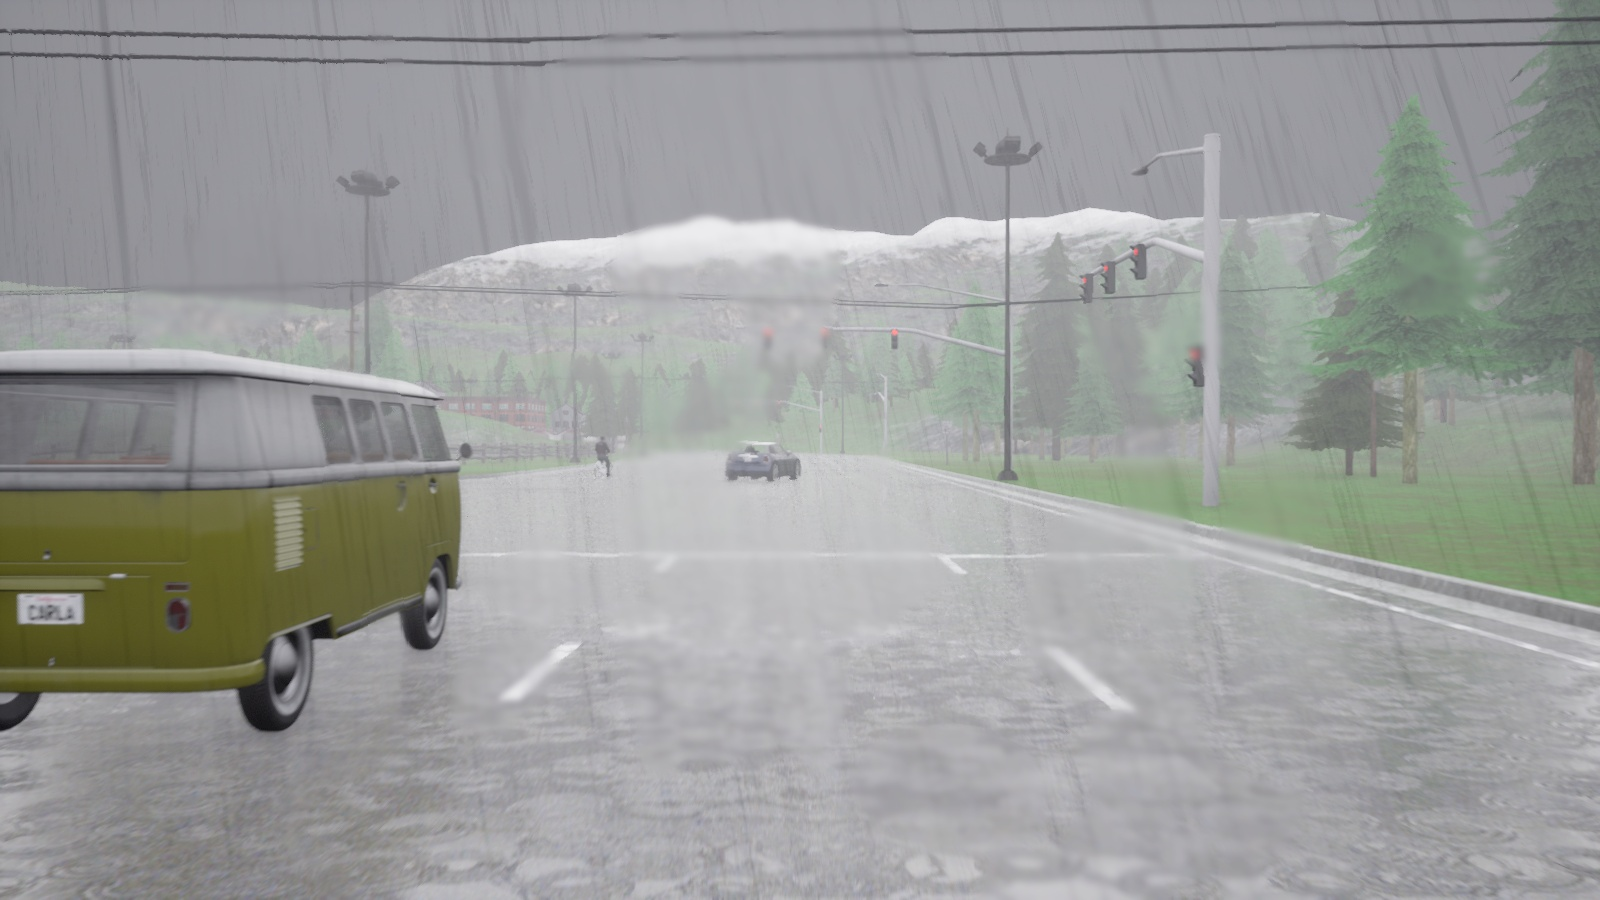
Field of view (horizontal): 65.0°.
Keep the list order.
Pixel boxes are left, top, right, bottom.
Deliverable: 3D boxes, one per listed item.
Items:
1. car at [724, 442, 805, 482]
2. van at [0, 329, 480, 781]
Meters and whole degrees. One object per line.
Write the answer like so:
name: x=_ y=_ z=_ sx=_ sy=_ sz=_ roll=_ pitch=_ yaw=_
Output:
car: x=-1.320 y=0.419 z=48.714 sx=1.970 sy=1.475 sz=3.806 roll=0 pitch=0 yaw=18
van: x=-3.440 y=0.450 z=7.753 sx=1.775 sy=1.987 sz=4.442 roll=0 pitch=0 yaw=0
